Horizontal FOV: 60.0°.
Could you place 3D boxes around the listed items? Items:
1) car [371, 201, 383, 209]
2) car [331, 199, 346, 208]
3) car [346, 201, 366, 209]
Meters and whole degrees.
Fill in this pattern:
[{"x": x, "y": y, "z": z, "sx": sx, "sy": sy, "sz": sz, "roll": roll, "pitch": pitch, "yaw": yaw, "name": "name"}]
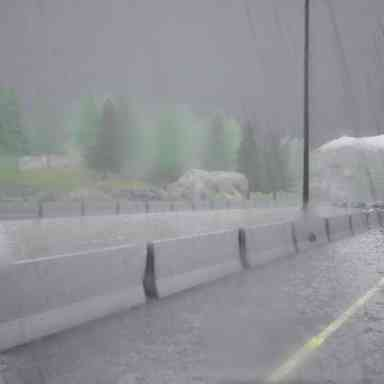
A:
[{"x": 34.736, "y": 2.420, "z": 61.765, "sx": 1.882, "sy": 1.535, "sz": 5.008, "roll": 1, "pitch": -1, "yaw": 41, "name": "car"}, {"x": 29.462, "y": 2.197, "z": 66.364, "sx": 2.097, "sy": 1.767, "sz": 4.553, "roll": 1, "pitch": -1, "yaw": 41, "name": "car"}, {"x": 32.086, "y": 2.417, "z": 64.052, "sx": 2.128, "sy": 1.511, "sz": 4.902, "roll": 1, "pitch": -1, "yaw": 41, "name": "car"}]
